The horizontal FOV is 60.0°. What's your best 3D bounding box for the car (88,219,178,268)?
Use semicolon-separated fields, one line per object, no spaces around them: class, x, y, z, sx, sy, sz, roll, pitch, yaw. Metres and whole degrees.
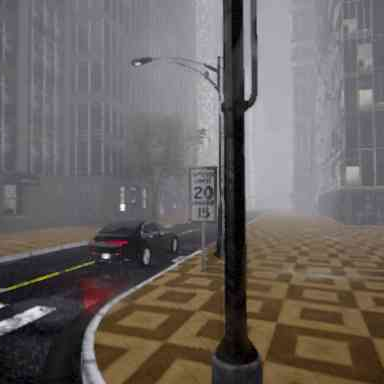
car;-1.974;1.774;12.492;1.837;1.490;4.892;-1;-2;16
